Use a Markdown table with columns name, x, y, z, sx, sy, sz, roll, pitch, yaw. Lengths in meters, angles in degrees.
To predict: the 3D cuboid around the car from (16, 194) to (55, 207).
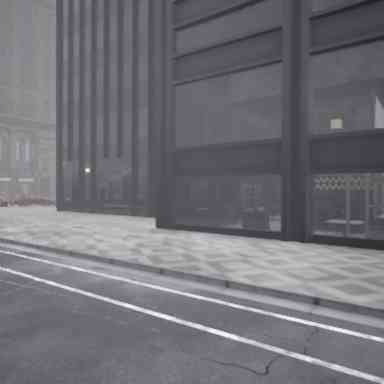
| name | x | y | z | sx | sy | sz | roll | pitch | yaw |
| --- | --- | --- | --- | --- | --- | --- | --- | --- | --- |
| car | -22.662 | 1.205 | 47.453 | 2.192 | 1.841 | 5.009 | 0 | -1 | 36 |

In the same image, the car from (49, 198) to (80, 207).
| name | x | y | z | sx | sy | sz | roll | pitch | yaw |
| --- | --- | --- | --- | --- | --- | --- | --- | --- | --- |
| car | -19.695 | 1.542 | 51.581 | 1.802 | 1.307 | 4.206 | 0 | -1 | 36 |

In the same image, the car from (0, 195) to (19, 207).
| name | x | y | z | sx | sy | sz | roll | pitch | yaw |
| --- | --- | --- | --- | --- | --- | --- | --- | --- | --- |
| car | -25.630 | 1.365 | 43.317 | 1.887 | 1.381 | 4.507 | 0 | -1 | 36 |

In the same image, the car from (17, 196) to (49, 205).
| name | x | y | z | sx | sy | sz | roll | pitch | yaw |
| --- | --- | --- | --- | --- | --- | --- | --- | --- | --- |
| car | -26.864 | 1.444 | 56.237 | 2.008 | 1.369 | 4.403 | 0 | -1 | 36 |
